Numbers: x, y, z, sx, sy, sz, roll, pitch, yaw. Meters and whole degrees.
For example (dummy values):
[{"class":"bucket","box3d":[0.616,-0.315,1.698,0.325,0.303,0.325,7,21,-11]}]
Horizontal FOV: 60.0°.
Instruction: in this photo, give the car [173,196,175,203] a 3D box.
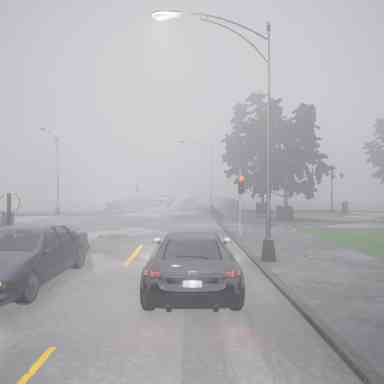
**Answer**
[{"class":"car","box3d":[-4.537,1.547,61.247,2.033,1.411,5.357,0,0,0]}]

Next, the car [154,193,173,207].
[{"class":"car","box3d":[-4.495,1.221,50.995,2.150,2.045,5.566,0,0,-1]}]

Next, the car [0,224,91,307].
[{"class":"car","box3d":[-4.135,1.547,8.384,2.033,1.411,5.357,0,0,0]}]

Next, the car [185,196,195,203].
[{"class":"car","box3d":[-0.420,1.477,67.098,1.882,1.535,5.008,0,0,0]}]

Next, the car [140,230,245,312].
[{"class":"car","box3d":[0.004,1.564,7.779,1.994,1.385,4.181,0,0,0]}]

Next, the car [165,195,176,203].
[{"class":"car","box3d":[-4.554,1.525,71.489,2.128,1.511,4.902,0,0,0]}]
